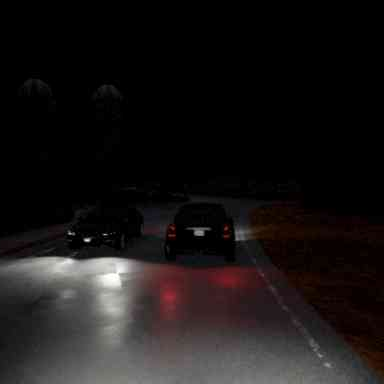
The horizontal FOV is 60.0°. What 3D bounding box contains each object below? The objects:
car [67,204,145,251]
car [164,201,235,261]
[{"bbox_3d":[-3.175,1.286,13.158,1.837,1.490,4.892,0,0,5],"label":"car"},{"bbox_3d":[0.419,1.144,11.583,2.097,1.767,4.553,0,1,6],"label":"car"}]
